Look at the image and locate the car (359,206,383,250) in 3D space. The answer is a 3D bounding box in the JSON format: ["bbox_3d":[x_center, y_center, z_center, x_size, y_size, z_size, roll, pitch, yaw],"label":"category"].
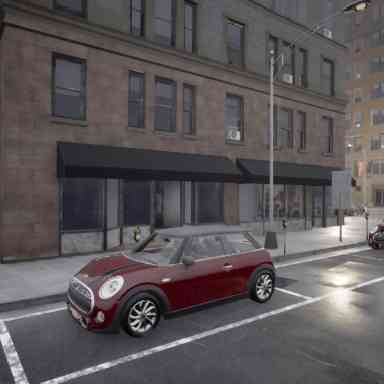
[{"bbox_3d":[8.648,1.445,12.963,4.097,1.590,1.967,0,0,-36],"label":"car"}]

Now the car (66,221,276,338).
[{"bbox_3d":[-0.282,1.441,6.563,4.097,1.590,1.967,0,0,-36],"label":"car"}]

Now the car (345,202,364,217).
[{"bbox_3d":[12.354,1.253,29.695,2.097,1.767,4.553,1,0,-36],"label":"car"}]
